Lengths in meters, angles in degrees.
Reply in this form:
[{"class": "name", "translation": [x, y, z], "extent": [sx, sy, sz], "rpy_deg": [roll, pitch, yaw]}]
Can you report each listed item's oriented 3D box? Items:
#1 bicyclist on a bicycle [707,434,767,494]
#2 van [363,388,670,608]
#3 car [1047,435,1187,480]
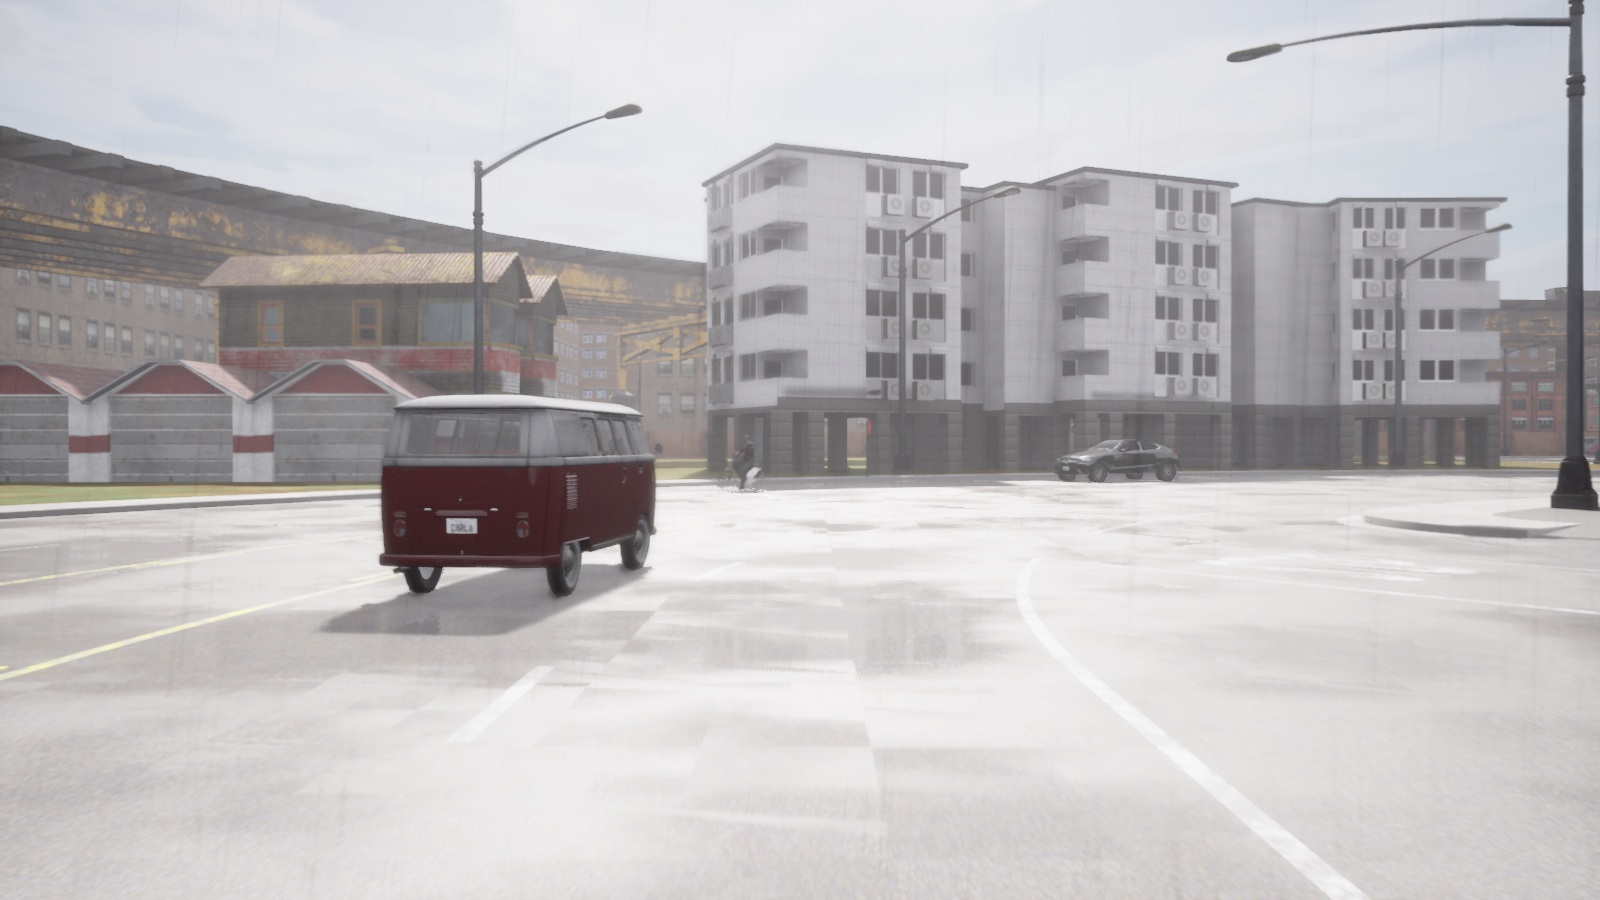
[{"class": "bicyclist on a bicycle", "translation": [-1.897, 0.402, 38.000], "extent": [0.659, 1.776, 1.843], "rpy_deg": [2, 1, 43]}, {"class": "van", "translation": [-2.819, 0.420, 13.627], "extent": [1.775, 1.987, 4.442], "rpy_deg": [0, 0, 8]}, {"class": "car", "translation": [12.276, 0.261, 48.558], "extent": [5.027, 1.651, 2.152], "rpy_deg": [0, 0, -25]}]
